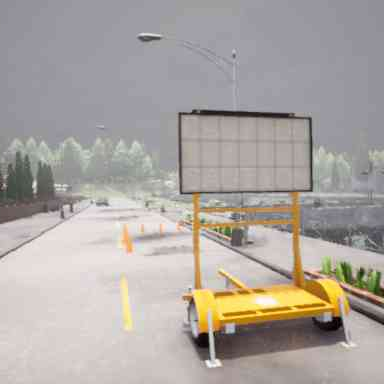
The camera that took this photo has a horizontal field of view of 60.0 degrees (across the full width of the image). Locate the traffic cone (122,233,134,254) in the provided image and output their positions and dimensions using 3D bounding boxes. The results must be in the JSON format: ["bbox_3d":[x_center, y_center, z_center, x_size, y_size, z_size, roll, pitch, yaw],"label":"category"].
[{"bbox_3d":[-2.325,1.941,12.254,0.340,0.580,0.340,-1,0,-13],"label":"traffic cone"}]

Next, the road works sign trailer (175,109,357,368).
[{"bbox_3d":[0.906,0.419,5.823,2.380,3.560,2.880,-1,0,-13],"label":"road works sign trailer"}]

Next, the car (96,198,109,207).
[{"bbox_3d":[-14.134,1.578,52.397,2.033,1.411,5.357,-1,0,-13],"label":"car"}]

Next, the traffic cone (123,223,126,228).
[{"bbox_3d":[-3.240,1.941,16.148,0.340,0.580,0.340,-1,0,-13],"label":"traffic cone"}]

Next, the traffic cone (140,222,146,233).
[{"bbox_3d":[-2.725,1.924,18.324,0.340,0.580,0.340,-1,0,-13],"label":"traffic cone"}]

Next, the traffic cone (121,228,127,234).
[{"bbox_3d":[-2.782,1.941,14.201,0.340,0.580,0.340,-1,0,-13],"label":"traffic cone"}]
